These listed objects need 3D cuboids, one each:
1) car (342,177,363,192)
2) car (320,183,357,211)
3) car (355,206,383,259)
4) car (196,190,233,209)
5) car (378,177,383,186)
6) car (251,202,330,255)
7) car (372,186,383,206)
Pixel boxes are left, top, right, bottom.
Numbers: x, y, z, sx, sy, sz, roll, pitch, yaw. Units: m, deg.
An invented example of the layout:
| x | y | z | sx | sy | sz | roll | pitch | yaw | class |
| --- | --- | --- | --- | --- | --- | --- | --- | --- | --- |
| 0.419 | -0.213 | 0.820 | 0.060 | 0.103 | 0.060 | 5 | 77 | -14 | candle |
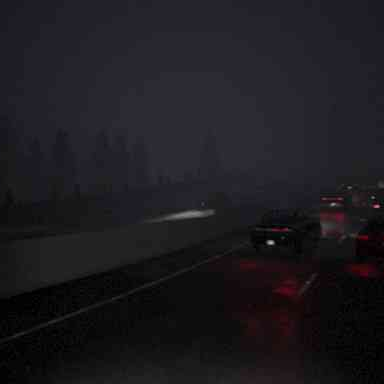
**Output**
| x | y | z | sx | sy | sz | roll | pitch | yaw | class |
| --- | --- | --- | --- | --- | --- | --- | --- | --- | --- |
| 17.722 | -0.894 | 36.941 | 1.812 | 1.442 | 4.674 | -1 | 7 | 31 | car |
| 11.320 | 0.491 | 26.037 | 2.128 | 1.511 | 4.902 | -1 | 5 | 31 | car |
| 6.983 | 1.469 | 11.772 | 1.994 | 1.385 | 4.181 | -1 | 2 | 31 | car |
| 2.179 | 0.618 | 31.400 | 2.128 | 1.511 | 4.902 | -1 | 5 | 31 | car |
| 20.844 | -0.959 | 35.340 | 1.812 | 1.442 | 4.674 | -1 | 7 | 31 | car |
| 3.925 | 1.439 | 13.480 | 2.128 | 1.511 | 4.902 | -1 | 2 | 31 | car |
| 13.226 | 0.701 | 22.419 | 2.033 | 1.411 | 5.357 | -1 | 5 | 31 | car |
